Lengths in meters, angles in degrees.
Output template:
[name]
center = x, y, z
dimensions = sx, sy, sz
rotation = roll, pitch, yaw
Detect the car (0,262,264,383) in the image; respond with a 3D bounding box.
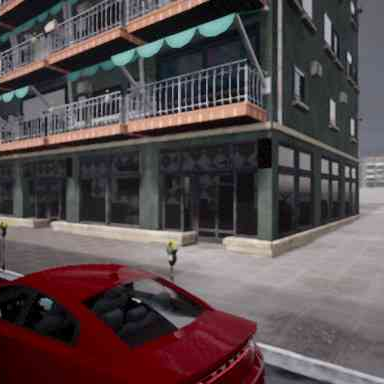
[car]
center = -1.422, 1.532, 3.901
dimensions = 4.507, 1.381, 1.887
rotation = 0, 0, 36
